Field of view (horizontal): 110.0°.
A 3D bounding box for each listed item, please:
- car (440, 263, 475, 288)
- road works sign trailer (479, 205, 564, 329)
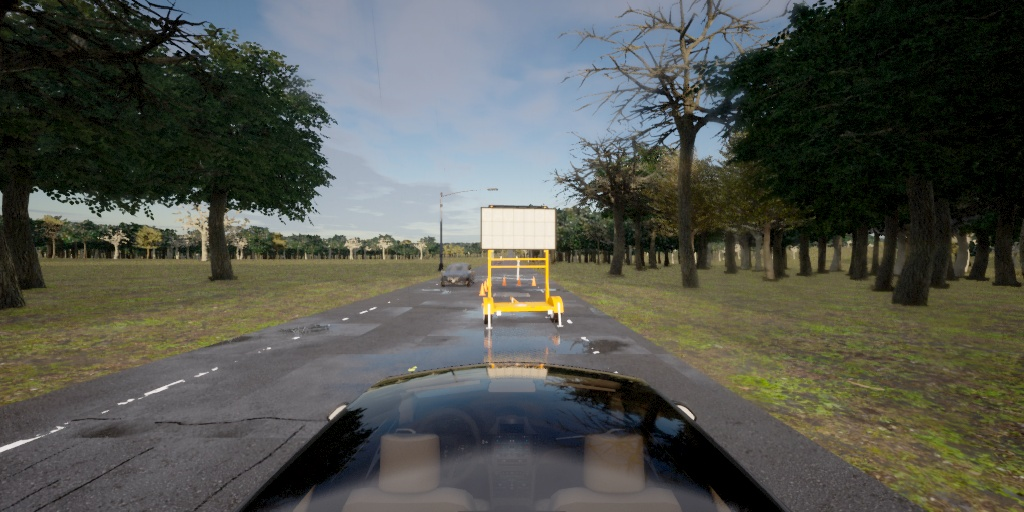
[{"bbox_3d":[-3.530,1.254,23.980,1.837,1.490,4.892,0,0,0],"label":"car"},{"bbox_3d":[0.182,0.211,11.364,2.380,3.560,2.880,0,0,-8],"label":"road works sign trailer"}]
